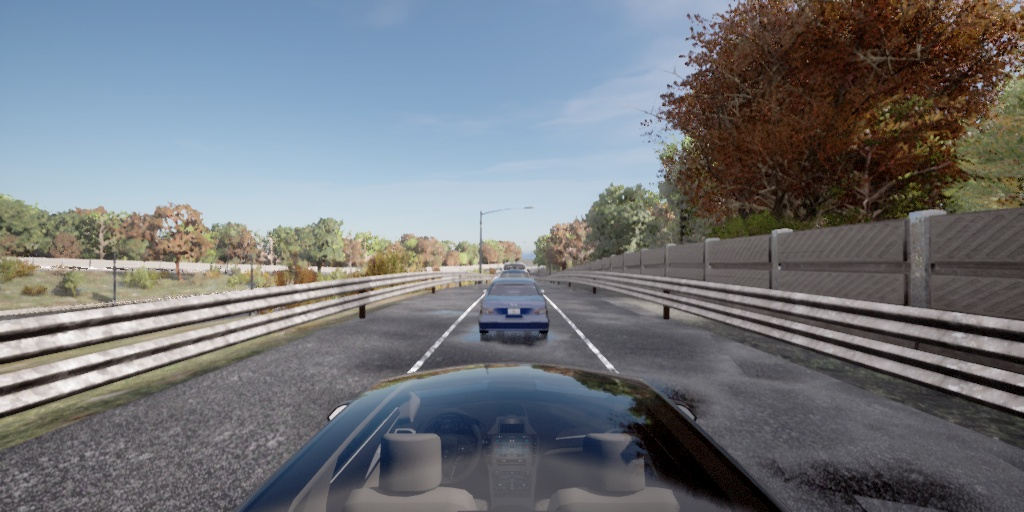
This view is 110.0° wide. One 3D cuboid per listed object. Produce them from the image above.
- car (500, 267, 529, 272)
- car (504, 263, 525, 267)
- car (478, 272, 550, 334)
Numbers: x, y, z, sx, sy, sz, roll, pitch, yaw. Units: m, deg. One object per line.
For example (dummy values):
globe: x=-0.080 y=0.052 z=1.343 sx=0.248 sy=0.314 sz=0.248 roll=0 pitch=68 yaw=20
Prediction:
car: x=0.100 y=1.511 z=19.389 sx=1.837 sy=1.490 sz=4.892 roll=0 pitch=-2 yaw=0
car: x=0.218 y=1.622 z=29.245 sx=2.150 sy=2.045 sz=5.566 roll=0 pitch=-3 yaw=1
car: x=0.054 y=1.357 z=10.751 sx=2.033 sy=1.411 sz=5.357 roll=0 pitch=-1 yaw=0
